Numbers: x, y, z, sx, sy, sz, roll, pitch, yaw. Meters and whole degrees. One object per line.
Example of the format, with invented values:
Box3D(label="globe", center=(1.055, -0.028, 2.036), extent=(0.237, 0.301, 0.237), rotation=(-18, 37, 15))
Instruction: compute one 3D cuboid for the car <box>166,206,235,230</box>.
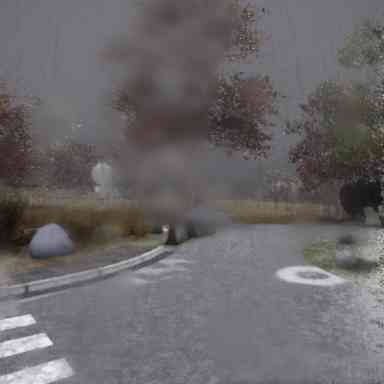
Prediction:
Box3D(label="car", center=(0.549, 1.566, 20.480), extent=(4.181, 1.385, 1.994), rotation=(1, -1, -18))
